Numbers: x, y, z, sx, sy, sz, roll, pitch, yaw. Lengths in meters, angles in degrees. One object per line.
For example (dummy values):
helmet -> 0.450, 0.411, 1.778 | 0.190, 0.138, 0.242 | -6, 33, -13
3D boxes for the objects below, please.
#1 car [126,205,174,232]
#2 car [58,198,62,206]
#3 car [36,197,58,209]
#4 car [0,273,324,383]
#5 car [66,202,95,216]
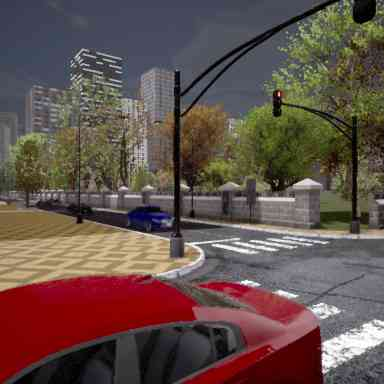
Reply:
car -> -2.575, 1.570, 20.566 | 1.812, 1.442, 4.674 | 0, 0, -34
car -> -24.149, 1.673, 58.032 | 2.128, 1.511, 4.902 | 0, 0, -34
car -> -21.362, 1.710, 48.401 | 1.994, 1.385, 4.181 | 0, 0, -34
car -> -1.056, 1.477, 2.346 | 5.008, 1.535, 1.882 | 0, 1, -38
car -> -11.210, 1.653, 33.284 | 1.994, 1.385, 4.181 | 0, 0, -34
